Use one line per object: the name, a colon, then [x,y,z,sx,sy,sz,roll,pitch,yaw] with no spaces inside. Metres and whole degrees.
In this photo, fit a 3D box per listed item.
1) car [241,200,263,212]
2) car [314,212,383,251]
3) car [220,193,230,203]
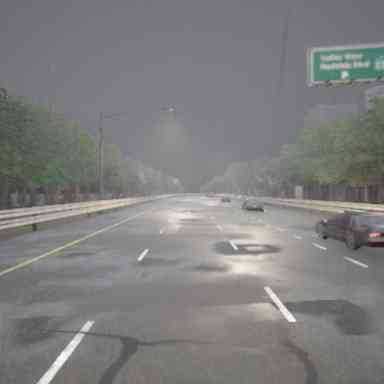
car: [7.022,1.566,38.944,1.994,1.385,4.181,0,0,0]
car: [7.005,1.547,14.097,2.033,1.411,5.357,0,0,0]
car: [7.045,1.529,70.484,1.812,1.442,4.674,0,0,0]
